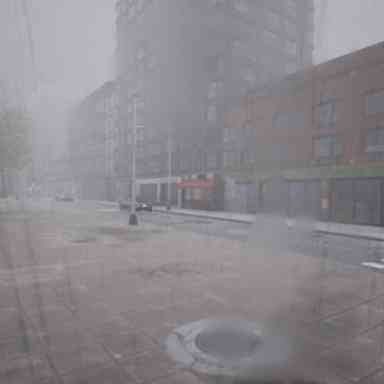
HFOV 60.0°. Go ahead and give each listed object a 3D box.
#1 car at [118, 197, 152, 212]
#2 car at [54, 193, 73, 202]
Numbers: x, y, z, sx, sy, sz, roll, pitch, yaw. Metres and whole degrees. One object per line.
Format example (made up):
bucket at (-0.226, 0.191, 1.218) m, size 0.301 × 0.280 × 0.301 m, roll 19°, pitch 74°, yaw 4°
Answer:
car at (-5.448, 1.167, 31.588) m, size 1.994 × 1.385 × 4.181 m, roll 1°, pitch 0°, yaw -35°
car at (-20.261, 0.895, 52.508) m, size 2.033 × 1.411 × 5.357 m, roll 1°, pitch 0°, yaw -35°
